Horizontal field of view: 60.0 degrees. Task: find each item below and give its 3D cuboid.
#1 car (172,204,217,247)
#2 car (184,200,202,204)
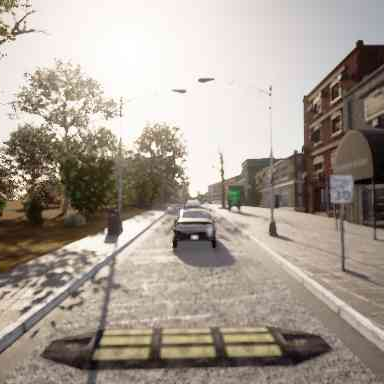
[{"bbox_3d":[0.102,1.504,15.088,2.128,1.511,4.902,0,0,0],"label":"car"},{"bbox_3d":[0.089,1.553,33.092,1.812,1.442,4.674,0,0,0],"label":"car"}]
